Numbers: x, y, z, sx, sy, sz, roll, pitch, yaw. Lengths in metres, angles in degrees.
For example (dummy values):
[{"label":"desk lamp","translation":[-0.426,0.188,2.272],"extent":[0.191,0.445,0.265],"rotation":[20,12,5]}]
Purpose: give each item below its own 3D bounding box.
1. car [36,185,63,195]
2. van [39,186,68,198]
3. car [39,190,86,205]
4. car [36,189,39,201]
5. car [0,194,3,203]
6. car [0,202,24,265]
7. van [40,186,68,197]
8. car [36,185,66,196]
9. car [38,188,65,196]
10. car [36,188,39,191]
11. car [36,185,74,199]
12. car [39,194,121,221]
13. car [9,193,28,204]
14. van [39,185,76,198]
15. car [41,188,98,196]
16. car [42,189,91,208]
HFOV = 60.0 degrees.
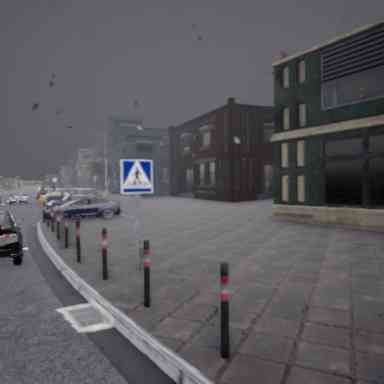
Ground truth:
[{"label":"car","translation":[-32.838,-0.536,76.683],"extent":[5.566,2.045,2.435],"rotation":[-1,2,-25]},{"label":"van","translation":[-23.510,-0.055,56.509],"extent":[4.442,1.987,1.878],"rotation":[-1,2,-25]},{"label":"car","translation":[-15.164,0.624,38.947],"extent":[4.892,1.521,2.231],"rotation":[-1,2,-25]},{"label":"car","translation":[-14.051,0.687,36.538],"extent":[5.008,1.535,2.097],"rotation":[-1,2,-25]},{"label":"car","translation":[-24.421,0.687,40.591],"extent":[1.812,1.442,4.674],"rotation":[-1,2,-25]},{"label":"car","translation":[-6.387,1.318,10.358],"extent":[2.128,1.511,4.902],"rotation":[-1,2,-30]},{"label":"van","translation":[-24.474,-0.120,59.124],"extent":[4.442,1.987,1.878],"rotation":[-1,2,-25]},{"label":"car","translation":[-29.311,-0.375,69.133],"extent":[5.566,2.045,2.435],"rotation":[-1,2,-25]},{"label":"car","translation":[-28.112,-0.066,66.630],"extent":[4.892,1.521,2.231],"rotation":[-1,2,-25]},{"label":"car","translation":[-17.354,0.482,44.057],"extent":[5.366,1.575,1.946],"rotation":[-1,2,-25]},{"label":"car","translation":[-22.202,-0.021,54.051],"extent":[5.566,2.045,2.435],"rotation":[-1,2,-25]},{"label":"car","translation":[-7.012,1.072,21.416],"extent":[4.792,1.488,2.163],"rotation":[-1,2,-25]},{"label":"car","translation":[-20.362,0.775,39.152],"extent":[1.895,1.301,4.718],"rotation":[-1,2,-25]},{"label":"van","translation":[-10.624,0.659,28.930],"extent":[4.442,1.987,1.878],"rotation":[-1,2,-25]},{"label":"car","translation":[-9.258,0.815,26.361],"extent":[4.553,1.767,2.185],"rotation":[-1,2,-25]},{"label":"car","translation":[-12.790,0.631,33.919],"extent":[4.553,1.767,2.185],"rotation":[-1,2,-25]}]
